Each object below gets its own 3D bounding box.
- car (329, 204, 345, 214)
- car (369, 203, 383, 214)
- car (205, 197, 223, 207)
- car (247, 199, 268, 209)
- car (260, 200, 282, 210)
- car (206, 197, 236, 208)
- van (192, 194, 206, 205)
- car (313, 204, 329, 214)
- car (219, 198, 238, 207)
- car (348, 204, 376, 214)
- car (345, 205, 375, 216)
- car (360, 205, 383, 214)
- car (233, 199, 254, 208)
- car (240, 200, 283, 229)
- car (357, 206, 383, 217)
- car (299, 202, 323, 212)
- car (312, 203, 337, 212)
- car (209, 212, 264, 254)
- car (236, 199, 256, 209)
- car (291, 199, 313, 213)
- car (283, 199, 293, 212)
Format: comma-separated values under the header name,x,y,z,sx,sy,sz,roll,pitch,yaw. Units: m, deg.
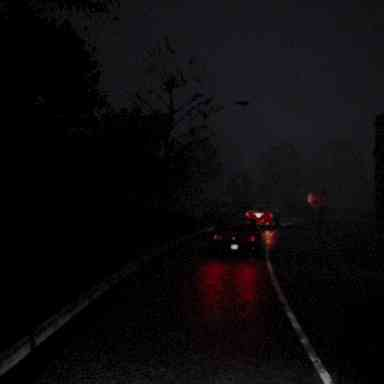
name,x,y,z,sx,sy,sz,roll,pitch,yaw
car,20.417,2.647,50.620,2.163,1.488,4.792,3,-1,-12
car,39.377,3.327,68.011,2.435,2.045,5.566,2,0,-12
car,3.937,1.757,60.567,2.002,1.452,4.674,4,-1,-12
car,12.192,2.294,62.482,1.946,1.575,5.366,4,-1,-12
car,14.923,2.467,63.053,1.946,1.575,5.366,4,-1,-12
car,4.095,1.545,47.205,2.163,1.488,4.792,4,-1,-12
van,1.371,1.304,59.899,1.878,1.987,4.442,4,0,-12
car,17.698,2.457,50.075,2.231,1.521,4.892,3,-1,-12
car,6.656,1.955,61.136,2.002,1.452,4.674,4,-1,-12
car,33.956,3.388,66.658,1.946,1.575,5.366,2,-1,-12
car,25.881,2.781,51.762,2.185,1.767,4.553,3,-1,-12
car,36.645,3.489,67.415,2.097,1.535,5.008,2,0,-12
car,9.495,2.145,61.757,2.163,1.488,4.792,4,-1,-12
car,5.211,1.654,24.372,2.097,1.767,4.553,0,-1,20
car,28.599,3.067,52.333,2.163,1.488,4.792,3,-1,-12
car,23.013,2.914,64.551,2.097,1.535,5.008,3,-1,-12
car,25.865,3.053,65.147,2.231,1.521,4.892,3,-1,-12
car,1.954,1.715,14.091,1.895,1.301,4.718,0,-1,12
car,6.801,1.743,47.831,2.163,1.488,4.792,4,-1,-12
car,14.982,2.033,49.542,2.435,2.045,5.566,4,-1,-12
car,12.244,2.102,48.934,2.097,1.535,5.008,4,-1,-12
